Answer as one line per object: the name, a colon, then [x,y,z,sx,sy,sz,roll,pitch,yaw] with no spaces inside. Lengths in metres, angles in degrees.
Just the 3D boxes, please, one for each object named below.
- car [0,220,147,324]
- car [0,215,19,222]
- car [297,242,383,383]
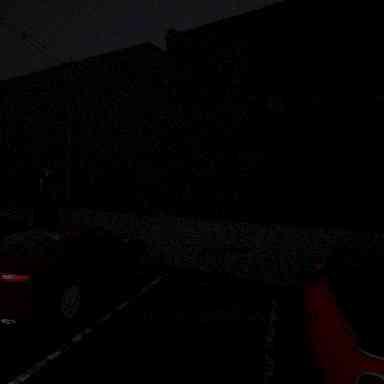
car: [-2.580,1.432,7.206,2.097,1.535,5.008,0,0,15]
car: [-7.552,1.385,10.632,2.097,1.535,5.008,1,0,14]
car: [2.355,1.354,3.710,2.185,1.767,4.553,0,0,15]
